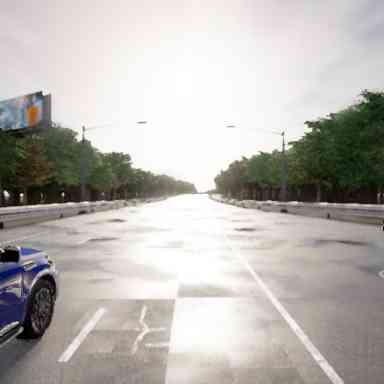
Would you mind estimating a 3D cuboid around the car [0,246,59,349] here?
[{"bbox_3d":[-3.401,1.250,3.466,2.150,2.045,5.566,0,0,0],"label":"car"}]

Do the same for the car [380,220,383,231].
[{"bbox_3d":[10.598,1.542,14.382,1.895,1.301,4.718,0,-1,-12],"label":"car"}]
